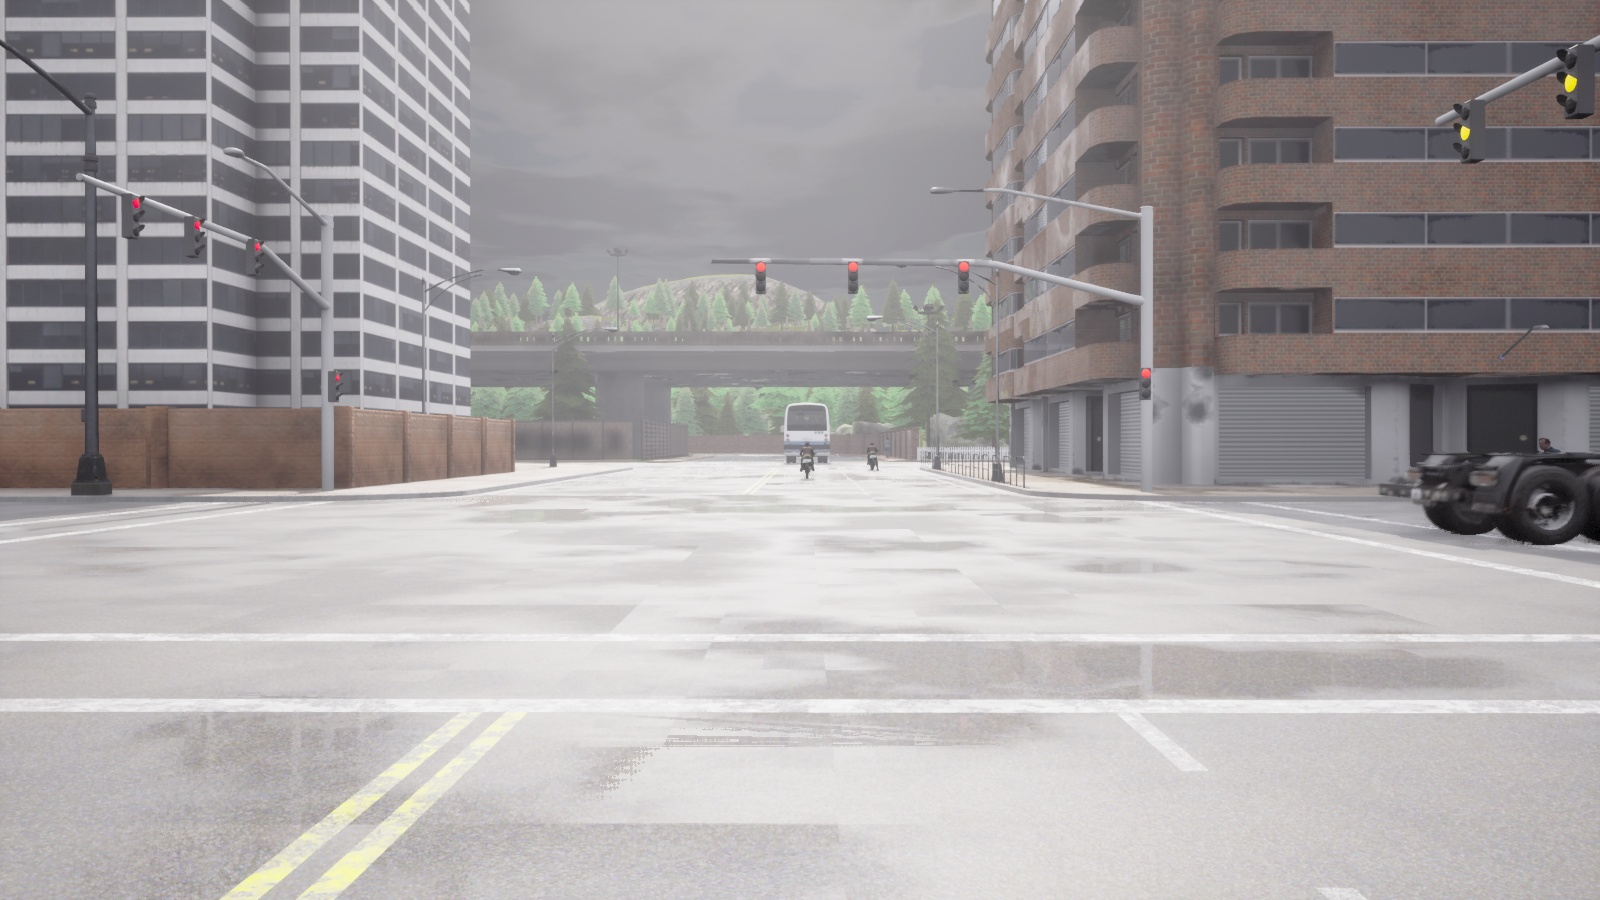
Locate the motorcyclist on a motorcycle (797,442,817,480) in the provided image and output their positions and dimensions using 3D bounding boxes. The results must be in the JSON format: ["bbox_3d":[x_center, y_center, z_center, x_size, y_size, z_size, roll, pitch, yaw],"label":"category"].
[{"bbox_3d":[0.295,0.436,51.850,0.797,1.523,2.044,0,0,0],"label":"motorcyclist on a motorcycle"}]

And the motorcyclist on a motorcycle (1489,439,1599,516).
[{"bbox_3d":[15.578,0.564,26.303,1.817,1.590,0.866,0,0,1],"label":"motorcyclist on a motorcycle"}]

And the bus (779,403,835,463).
[{"bbox_3d":[0.521,-1.173,93.662,3.944,4.253,10.273,0,0,0],"label":"bus"}]

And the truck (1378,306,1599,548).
[{"bbox_3d":[13.535,-0.334,19.320,7.936,3.462,2.891,0,0,1],"label":"truck"}]
